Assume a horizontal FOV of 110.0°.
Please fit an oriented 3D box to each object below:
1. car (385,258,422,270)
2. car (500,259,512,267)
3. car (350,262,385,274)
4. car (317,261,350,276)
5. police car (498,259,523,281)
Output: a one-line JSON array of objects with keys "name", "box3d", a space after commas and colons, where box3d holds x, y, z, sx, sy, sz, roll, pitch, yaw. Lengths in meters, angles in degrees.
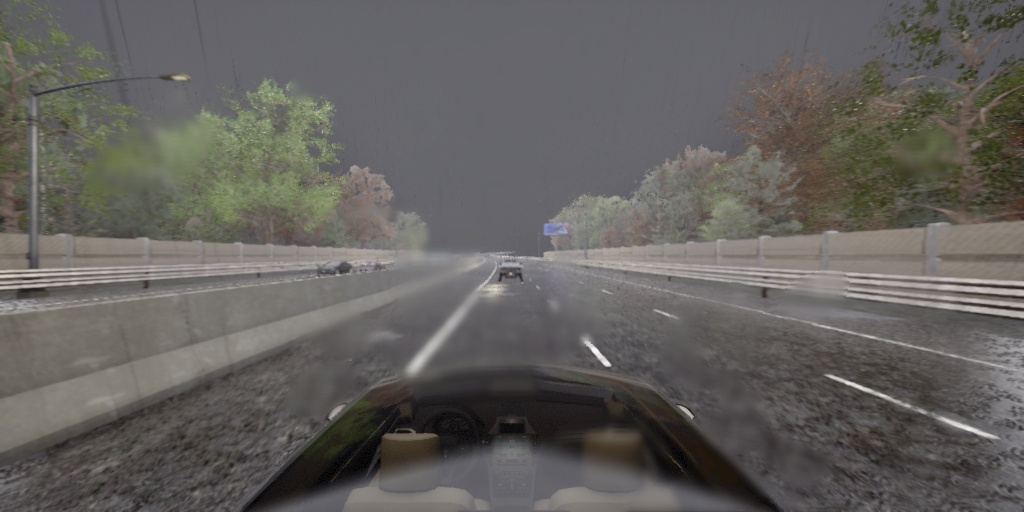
[{"name": "car", "box3d": [-10.887, 1.230, 36.258, 1.837, 1.490, 4.892, 0, 0, -1]}, {"name": "car", "box3d": [-1.054, 1.216, 64.407, 2.033, 1.411, 5.357, 0, 0, -2]}, {"name": "car", "box3d": [-14.395, 1.293, 36.657, 1.994, 1.385, 4.181, 0, 0, -1]}, {"name": "car", "box3d": [-17.894, 1.212, 36.490, 1.882, 1.535, 5.008, 0, 0, -1]}, {"name": "police car", "box3d": [-0.117, 1.142, 29.577, 1.930, 1.638, 5.238, 0, 0, -1]}]
